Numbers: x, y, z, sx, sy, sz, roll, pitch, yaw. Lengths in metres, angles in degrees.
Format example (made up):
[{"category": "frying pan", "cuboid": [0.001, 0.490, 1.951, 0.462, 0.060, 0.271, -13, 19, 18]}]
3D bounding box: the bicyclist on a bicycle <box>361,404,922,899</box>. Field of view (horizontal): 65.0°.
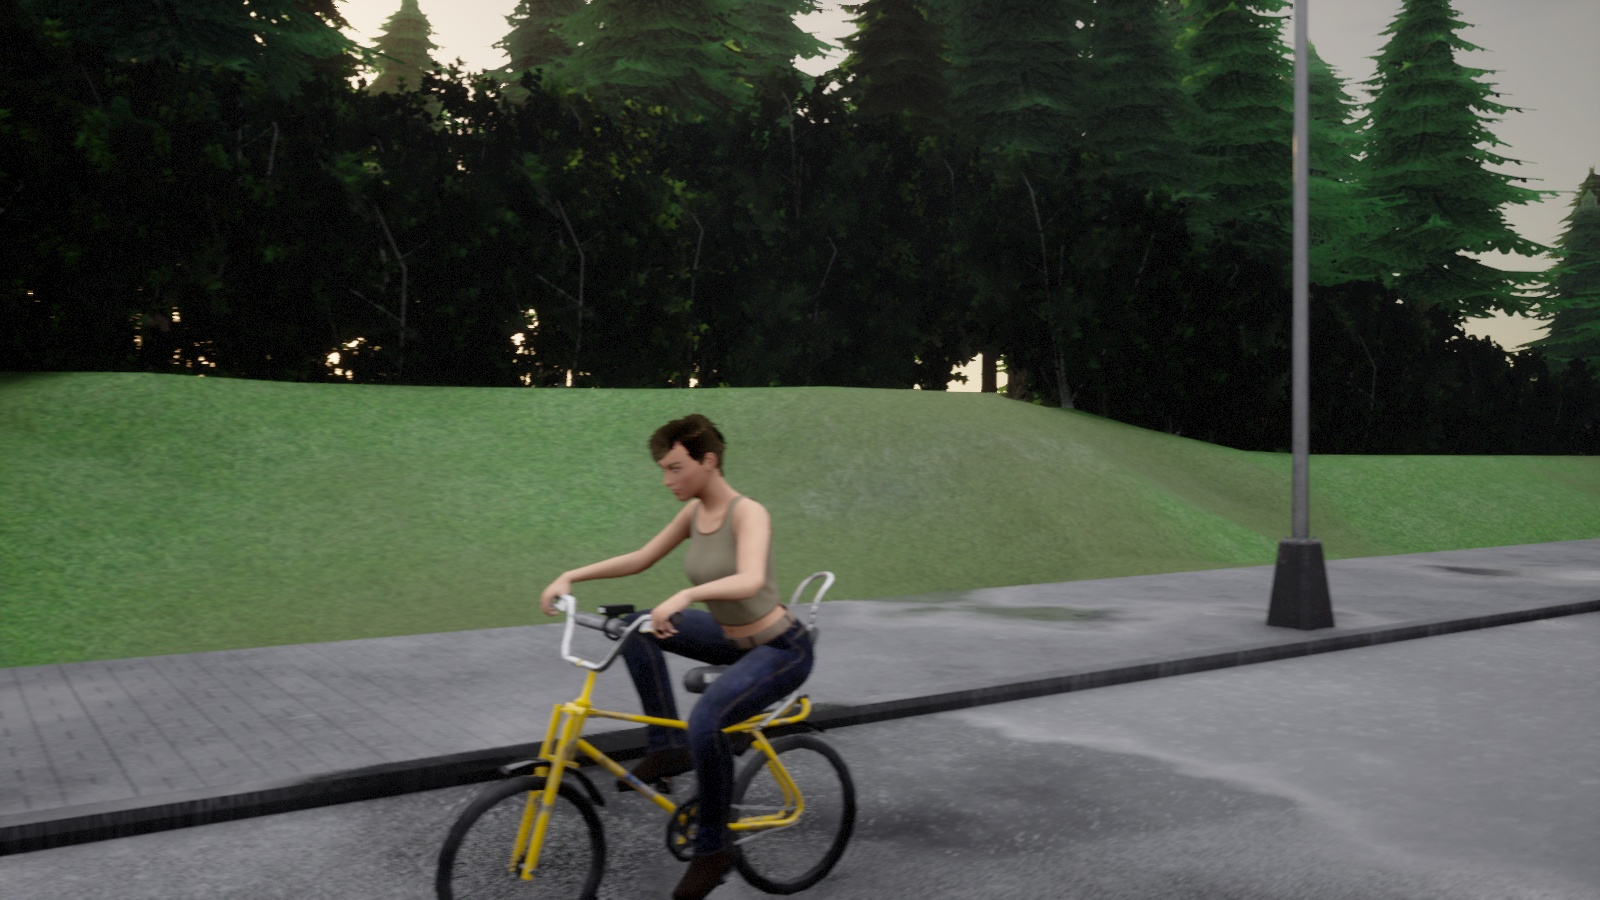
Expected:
[{"category": "bicyclist on a bicycle", "cuboid": [-0.480, 0.692, 3.929, 1.509, 1.612, 0.866, 0, 0, -35]}]
